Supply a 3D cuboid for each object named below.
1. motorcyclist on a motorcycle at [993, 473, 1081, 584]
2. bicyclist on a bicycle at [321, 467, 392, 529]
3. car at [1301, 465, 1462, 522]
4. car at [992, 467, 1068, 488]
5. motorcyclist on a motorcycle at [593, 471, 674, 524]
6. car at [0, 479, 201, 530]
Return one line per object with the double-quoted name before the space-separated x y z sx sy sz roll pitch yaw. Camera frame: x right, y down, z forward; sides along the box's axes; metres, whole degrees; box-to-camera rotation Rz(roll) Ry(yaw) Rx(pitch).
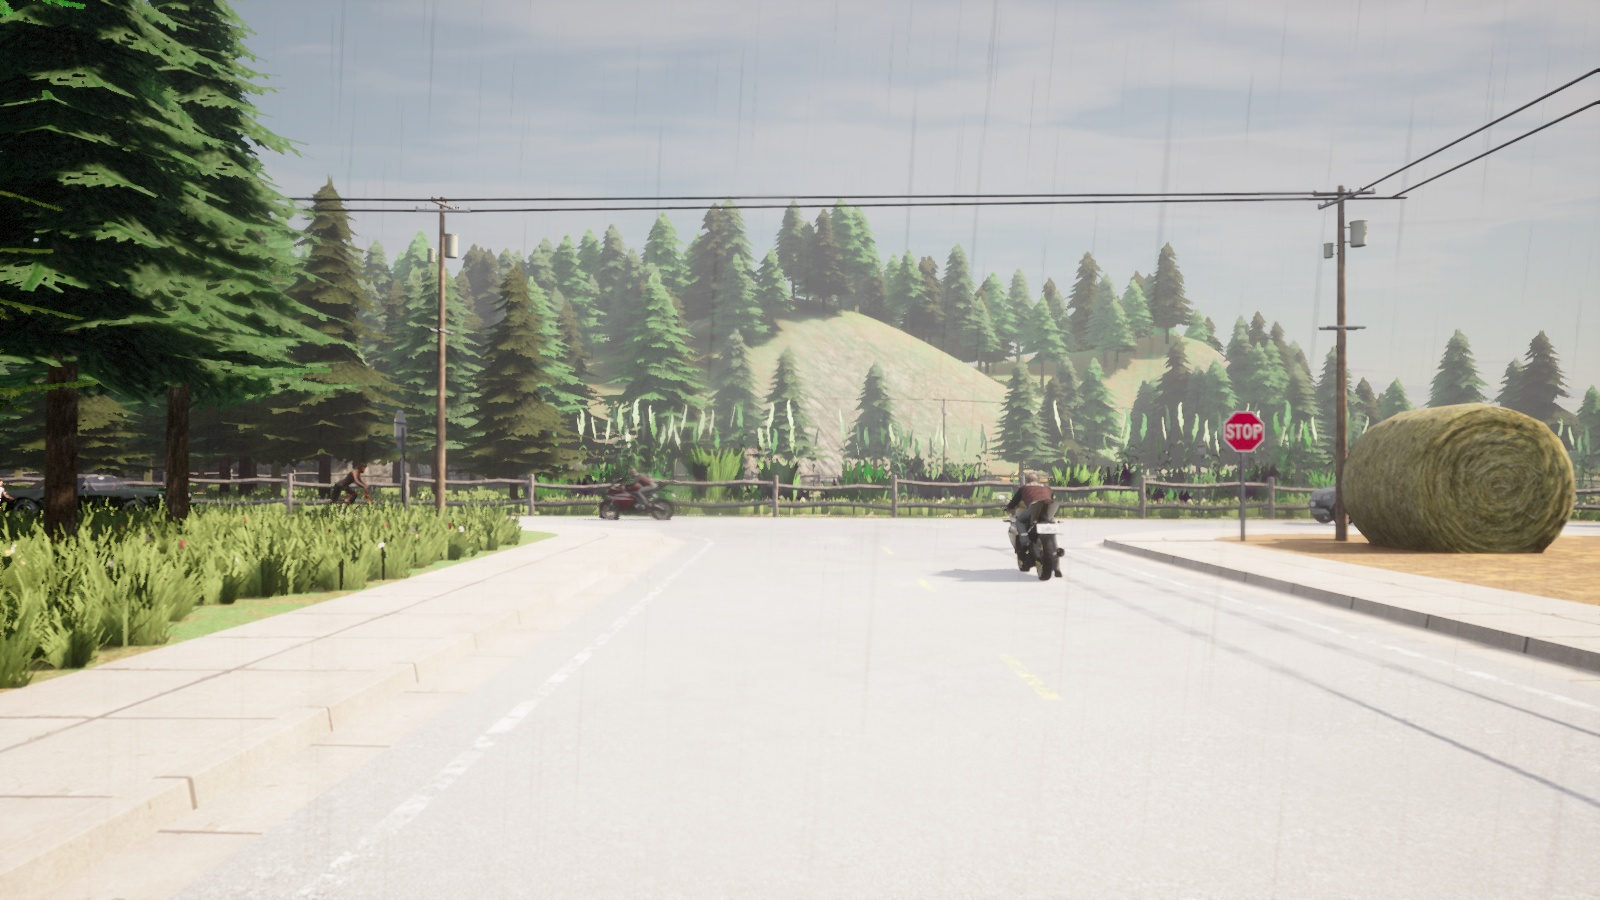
"motorcyclist on a motorcycle" 3.450 1.103 18.500 0.866 1.530 2.191 0 -1 0
"bicyclist on a bicycle" -11.717 1.261 33.175 1.656 1.620 0.582 0 -1 3
"car" 16.322 1.207 35.394 3.705 1.549 1.789 0 -1 3
"car" 17.285 2.062 94.452 5.366 1.575 1.801 0 -1 -5
"motorcyclist on a motorcycle" -4.806 1.363 36.362 2.191 1.530 0.866 0 -1 3
"car" -18.777 1.441 33.483 4.718 1.301 1.895 0 -1 2
